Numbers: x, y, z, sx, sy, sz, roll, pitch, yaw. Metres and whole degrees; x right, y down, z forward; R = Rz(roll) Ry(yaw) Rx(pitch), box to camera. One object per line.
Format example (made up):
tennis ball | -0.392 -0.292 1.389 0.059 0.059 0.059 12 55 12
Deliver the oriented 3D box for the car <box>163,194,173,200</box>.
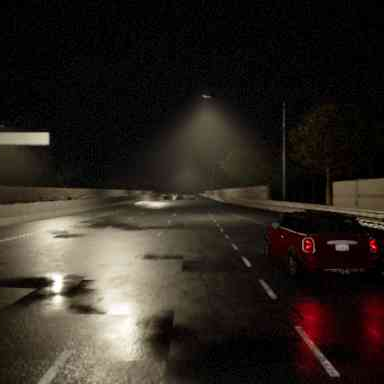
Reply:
car | -6.945 1.560 91.888 1.837 1.490 4.892 0 0 0

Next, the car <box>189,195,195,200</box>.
car | 0.055 1.600 91.884 2.033 1.411 5.357 0 0 0

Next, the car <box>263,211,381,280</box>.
car | 3.599 1.355 10.096 2.097 1.767 4.553 0 0 0

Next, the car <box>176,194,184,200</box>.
car | -3.445 1.586 92.303 1.812 1.442 4.674 0 0 0
